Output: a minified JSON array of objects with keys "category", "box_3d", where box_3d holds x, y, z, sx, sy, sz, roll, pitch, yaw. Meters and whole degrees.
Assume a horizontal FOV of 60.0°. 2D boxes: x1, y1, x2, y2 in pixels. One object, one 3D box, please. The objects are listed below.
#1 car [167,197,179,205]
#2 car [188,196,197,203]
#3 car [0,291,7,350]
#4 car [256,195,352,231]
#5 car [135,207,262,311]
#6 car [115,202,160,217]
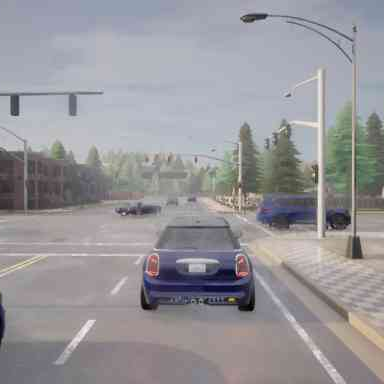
[{"category":"car","box_3d":[-3.340,1.547,57.573,2.033,1.411,5.357,0,0,0]},{"category":"car","box_3d":[0.062,1.505,68.219,1.837,1.490,4.892,0,0,0]},{"category":"car","box_3d":[-3.440,1.478,2.479,1.882,1.535,5.008,0,0,0]},{"category":"car","box_3d":[6.703,1.222,20.148,5.566,2.045,2.150,0,0,0]},{"category":"car","box_3d":[0.161,1.352,7.931,2.097,1.767,4.553,0,0,2]},{"category":"car","box_3d":[-4.910,1.601,31.237,1.895,1.301,4.718,0,0,30]}]
